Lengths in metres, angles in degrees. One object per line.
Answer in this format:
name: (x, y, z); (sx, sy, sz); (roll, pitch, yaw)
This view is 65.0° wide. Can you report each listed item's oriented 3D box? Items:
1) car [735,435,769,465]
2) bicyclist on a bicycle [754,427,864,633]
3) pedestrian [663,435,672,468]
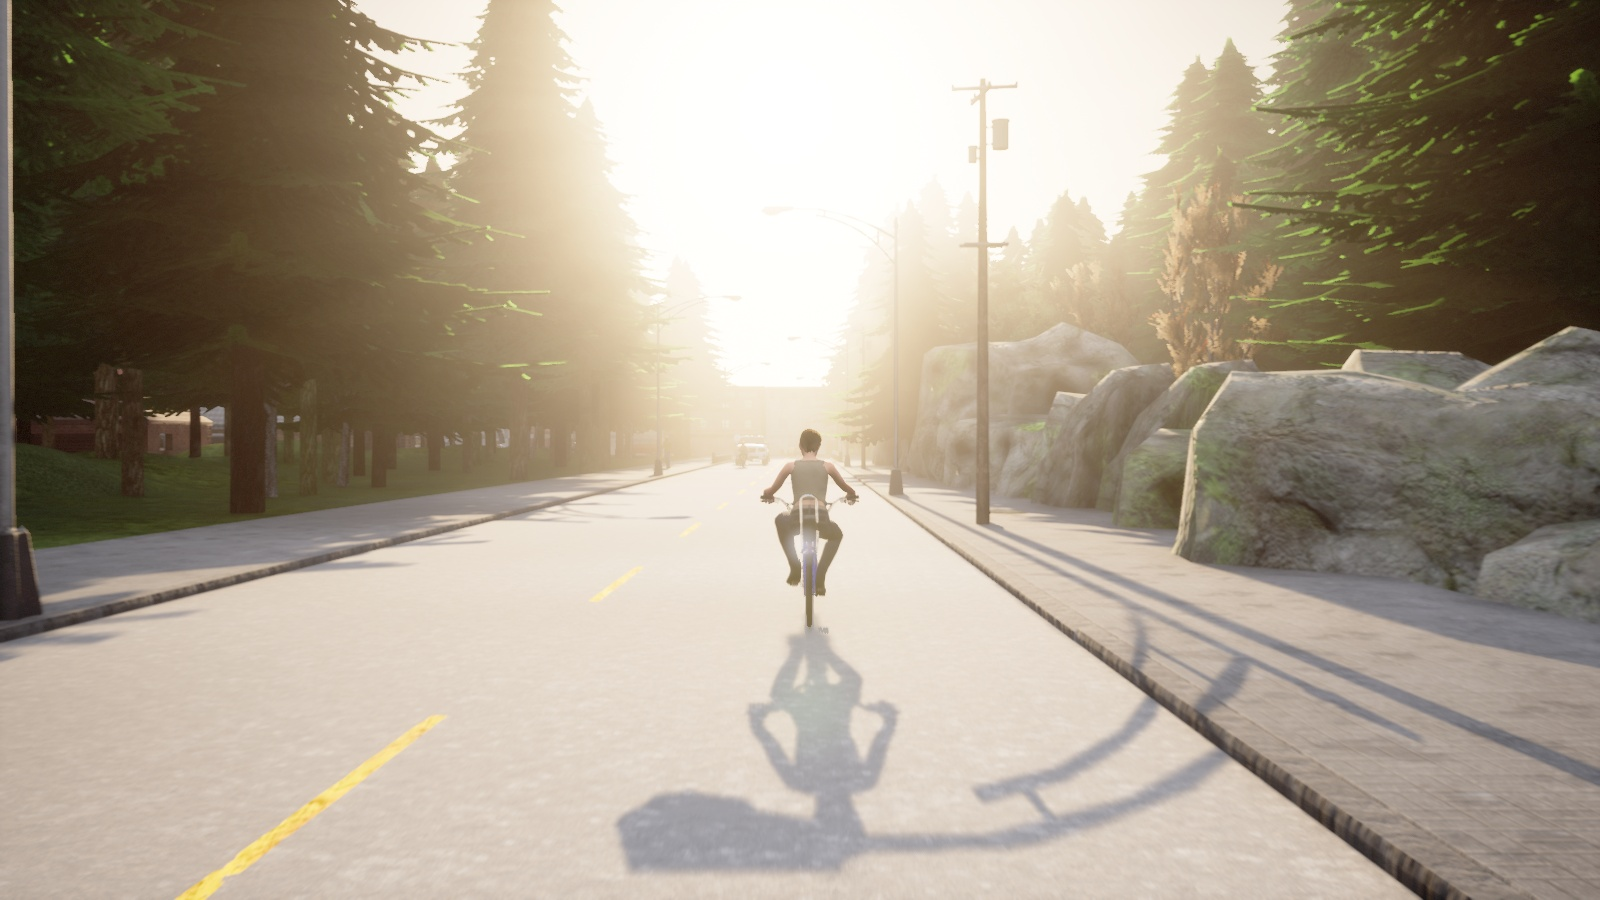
car: (-3.377, -0.017, 88.448); (2.150, 2.045, 5.566); (0, 0, 0)
bicyclist on a bicycle: (0.081, 0.625, 10.621); (0.866, 1.612, 1.509); (0, 0, 1)
pedestrian: (-7.270, 0.076, 68.888); (0.354, 1.836, 0.706); (0, 0, 6)
